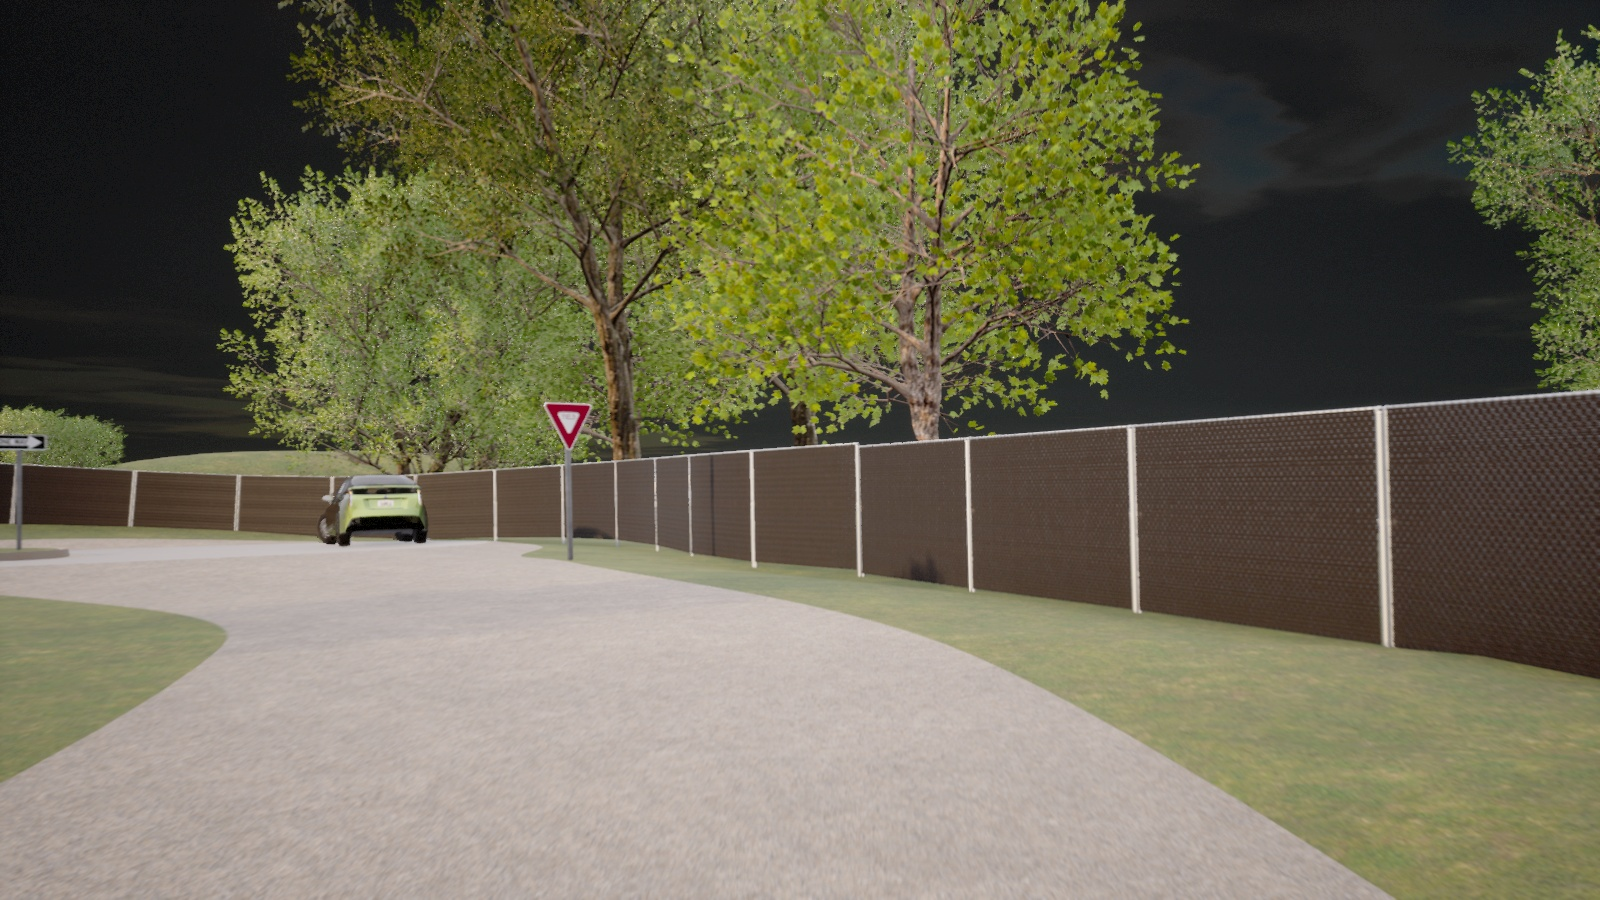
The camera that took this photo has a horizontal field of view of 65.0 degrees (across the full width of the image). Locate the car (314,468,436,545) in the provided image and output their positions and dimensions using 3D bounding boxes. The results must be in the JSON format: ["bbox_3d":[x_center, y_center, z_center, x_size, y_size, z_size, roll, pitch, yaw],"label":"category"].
[{"bbox_3d":[-9.414,1.265,27.593,2.007,1.525,4.514,0,-3,-25],"label":"car"}]
